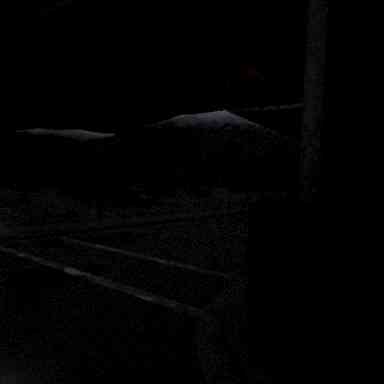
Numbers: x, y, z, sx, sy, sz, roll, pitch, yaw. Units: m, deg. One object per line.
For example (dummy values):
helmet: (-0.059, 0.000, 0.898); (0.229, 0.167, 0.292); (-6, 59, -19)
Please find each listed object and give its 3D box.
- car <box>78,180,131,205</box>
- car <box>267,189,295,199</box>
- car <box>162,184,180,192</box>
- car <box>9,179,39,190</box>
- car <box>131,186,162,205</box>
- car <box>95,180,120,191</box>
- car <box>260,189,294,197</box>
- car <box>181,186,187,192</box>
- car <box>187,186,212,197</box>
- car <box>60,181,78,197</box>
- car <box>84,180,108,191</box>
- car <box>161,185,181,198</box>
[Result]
car: (-7.543, 0.073, 28.461); (3.866, 1.878, 1.905); (3, 2, 35)
car: (16.440, 0.336, 61.372); (4.514, 1.523, 2.007); (3, 2, 35)
car: (-4.766, -0.915, 76.422); (3.633, 1.501, 1.845); (3, 2, 35)
car: (-24.386, -1.101, 48.307); (5.027, 1.636, 2.152); (3, 2, 35)
car: (-5.131, 0.385, 30.827); (3.806, 1.475, 1.970); (3, 2, 35)
car: (-15.628, -1.187, 61.343); (4.605, 1.855, 1.932); (3, 2, 35)
car: (14.667, 0.332, 58.784); (5.027, 1.636, 2.152); (3, 2, 35)
car: (-0.449, -0.536, 69.701); (3.806, 1.475, 1.970); (3, 2, 35)
car: (1.559, -0.051, 53.565); (3.633, 1.501, 1.845); (3, 2, 35)
car: (-12.047, -0.297, 35.692); (4.605, 1.855, 1.932); (3, 2, 35)
car: (-16.974, -1.185, 58.735); (3.866, 1.878, 1.905); (3, 2, 35)
car: (-4.262, -0.069, 45.442); (4.514, 1.523, 2.007); (3, 2, 35)
